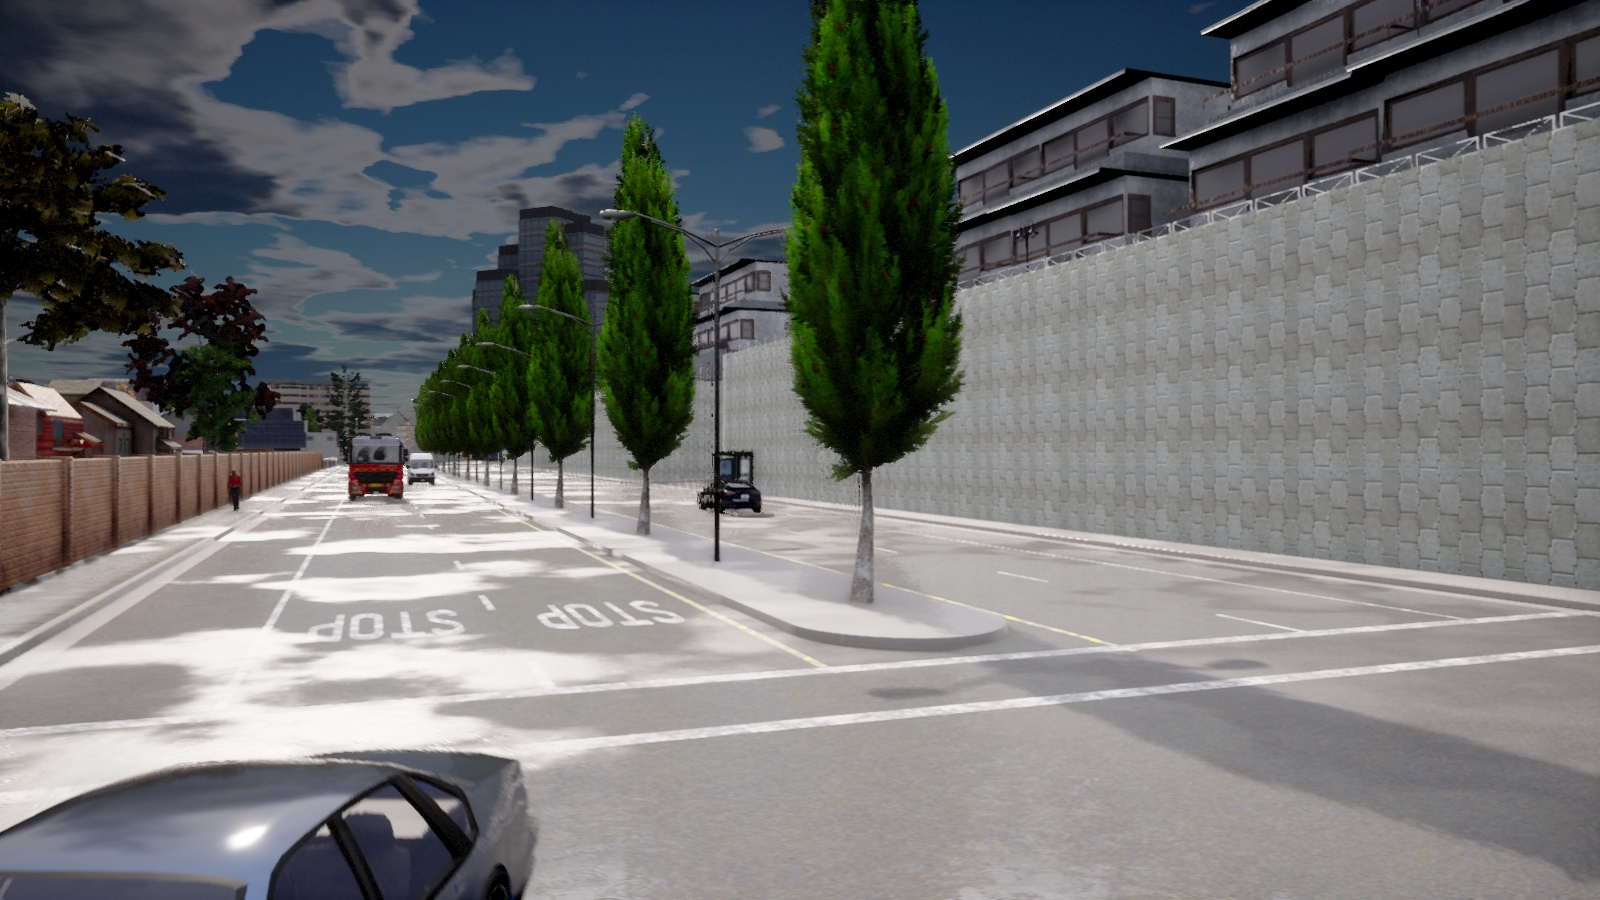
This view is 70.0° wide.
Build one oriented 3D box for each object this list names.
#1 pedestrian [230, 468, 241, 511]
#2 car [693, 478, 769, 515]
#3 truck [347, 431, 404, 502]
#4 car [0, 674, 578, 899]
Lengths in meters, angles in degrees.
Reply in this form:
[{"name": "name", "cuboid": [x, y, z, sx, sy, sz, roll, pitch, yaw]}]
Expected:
[{"name": "pedestrian", "cuboid": [-24.223, 1.692, 49.011, 0.375, 1.860, 0.375, 0, 0, -21]}, {"name": "car", "cuboid": [-3.198, 2.075, 51.900, 2.163, 1.488, 4.792, 0, 0, -21]}, {"name": "truck", "cuboid": [-24.588, 0.891, 66.212, 2.891, 3.827, 8.468, 0, 0, -21]}, {"name": "car", "cuboid": [-2.452, 2.106, 4.432, 2.033, 1.411, 5.357, 0, 0, 1]}]
